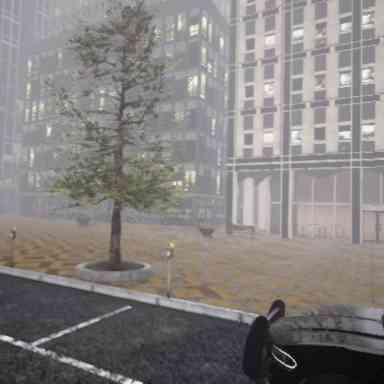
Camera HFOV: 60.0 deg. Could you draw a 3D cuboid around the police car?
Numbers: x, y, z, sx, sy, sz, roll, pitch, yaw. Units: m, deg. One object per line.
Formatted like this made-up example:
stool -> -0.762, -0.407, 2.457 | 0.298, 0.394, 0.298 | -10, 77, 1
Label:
police car -> 3.127, 1.693, 3.171 | 5.238, 1.638, 1.930 | 1, -3, 28
